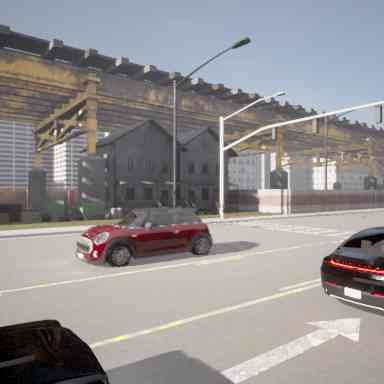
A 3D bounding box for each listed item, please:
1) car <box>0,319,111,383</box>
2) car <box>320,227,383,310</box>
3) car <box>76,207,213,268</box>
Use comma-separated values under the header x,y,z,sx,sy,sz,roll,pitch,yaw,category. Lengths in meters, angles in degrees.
x,y,z,sx,sy,sz,roll,pitch,yaw,category
-2.769,1.601,1.774,4.718,1.301,1.895,0,0,-35,car
4.764,1.505,7.162,4.892,1.490,1.837,0,0,-35,car
-1.539,1.352,11.422,4.553,1.767,2.097,0,0,-35,car
